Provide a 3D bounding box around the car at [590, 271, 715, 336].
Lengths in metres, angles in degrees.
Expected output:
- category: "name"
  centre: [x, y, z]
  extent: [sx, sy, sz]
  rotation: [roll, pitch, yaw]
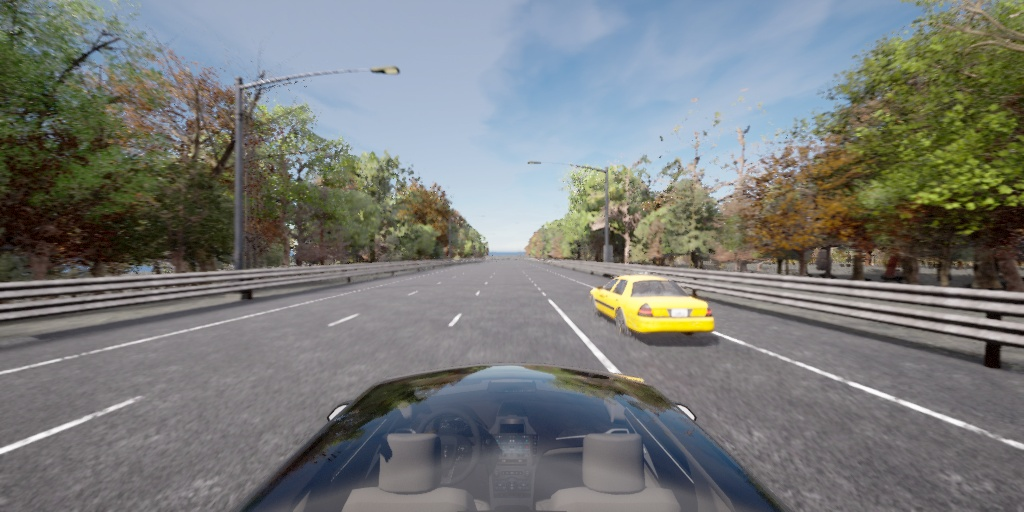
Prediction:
- category: "car"
  centre: [3.565, 1.196, 10.272]
  extent: [1.801, 1.575, 5.366]
  rotation: [0, 0, -1]
